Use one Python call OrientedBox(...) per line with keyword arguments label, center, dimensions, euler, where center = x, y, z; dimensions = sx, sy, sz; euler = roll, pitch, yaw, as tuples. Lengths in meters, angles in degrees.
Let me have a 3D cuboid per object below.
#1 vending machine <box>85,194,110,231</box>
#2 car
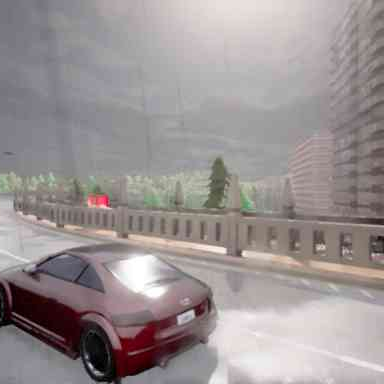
OrientedBox(label="vending machine", center=(-5.632, 1.192, 19.840), dimensions=(1.100, 2.100, 0.880), euler=(0, 0, -42))
OrientedBox(label="car", center=(-1.634, 1.564, 5.515), dimensions=(4.181, 1.385, 1.994), euler=(0, 0, 39))
